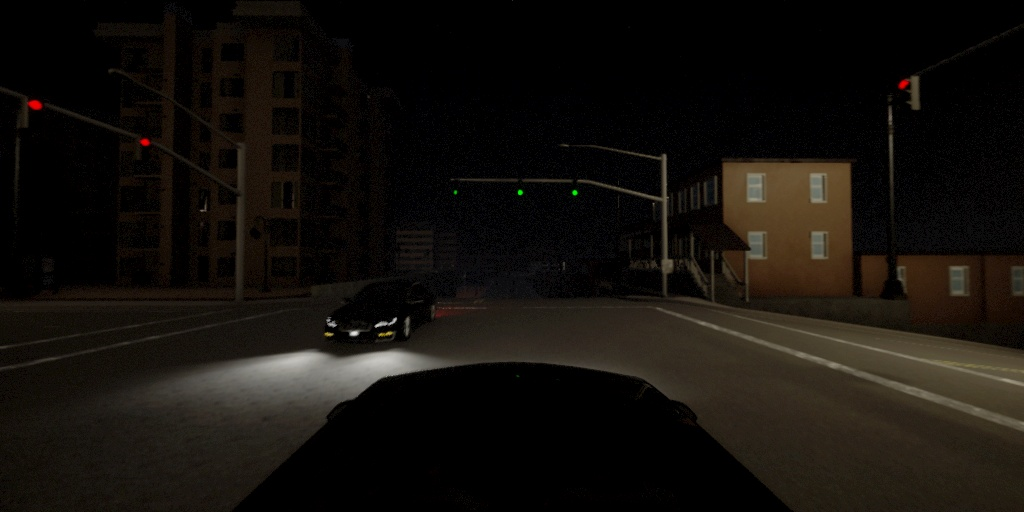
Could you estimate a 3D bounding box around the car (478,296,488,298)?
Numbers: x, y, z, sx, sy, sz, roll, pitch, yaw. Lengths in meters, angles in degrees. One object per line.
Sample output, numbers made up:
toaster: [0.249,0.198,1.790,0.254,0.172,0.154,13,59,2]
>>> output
car: [-3.480,5.715,43.839,2.097,1.767,4.553,0,-14,0]

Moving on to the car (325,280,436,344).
car: [-3.497,1.494,10.394,1.837,1.490,4.892,0,-1,0]
